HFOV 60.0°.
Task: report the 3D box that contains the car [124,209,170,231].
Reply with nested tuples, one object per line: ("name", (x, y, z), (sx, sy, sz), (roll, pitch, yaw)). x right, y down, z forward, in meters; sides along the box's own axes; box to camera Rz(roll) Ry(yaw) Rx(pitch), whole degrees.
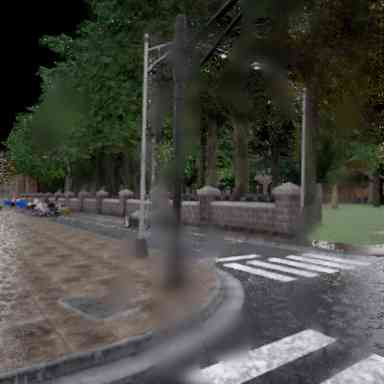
("car", (-3.118, 1.842, 22.677), (2.008, 1.369, 4.403), (1, -1, -36))

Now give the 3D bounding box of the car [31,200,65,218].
("car", (-15.333, 1.874, 35.218), (1.837, 1.490, 4.892), (2, -1, -36))

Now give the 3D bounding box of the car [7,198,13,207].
("car", (-36.291, 2.189, 69.006), (2.192, 1.841, 5.009), (1, -1, -36))

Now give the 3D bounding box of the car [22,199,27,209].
("car", (-26.341, 2.265, 55.104), (1.802, 1.307, 4.206), (1, -1, -36))

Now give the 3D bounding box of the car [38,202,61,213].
("car", (-19.706, 2.108, 45.839), (1.887, 1.381, 4.507), (1, -1, -36))

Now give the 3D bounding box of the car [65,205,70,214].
("car", (-16.488, 2.031, 41.345), (1.752, 1.417, 4.829), (1, -1, -36))

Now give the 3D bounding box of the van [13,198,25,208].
("van", (-32.974, 2.150, 64.373), (1.690, 1.788, 3.998), (1, -1, -36))

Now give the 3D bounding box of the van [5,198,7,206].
("van", (-42.926, 2.350, 78.270), (1.690, 1.788, 3.998), (1, -1, -36))

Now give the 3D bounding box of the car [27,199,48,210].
("car", (-23.022, 1.938, 50.476), (2.192, 1.841, 5.009), (1, -1, -36))
